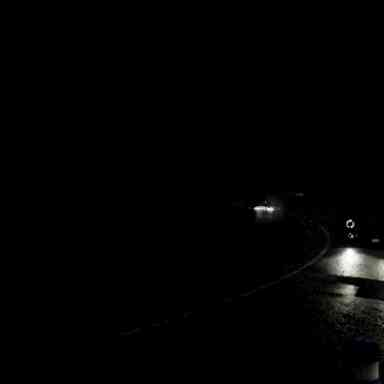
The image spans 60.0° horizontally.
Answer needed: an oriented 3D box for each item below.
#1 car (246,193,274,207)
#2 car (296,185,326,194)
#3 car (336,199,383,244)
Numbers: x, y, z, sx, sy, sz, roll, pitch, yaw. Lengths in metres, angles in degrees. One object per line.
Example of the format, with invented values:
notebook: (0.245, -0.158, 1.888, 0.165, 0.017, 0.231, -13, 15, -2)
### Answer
car: (7.193, 0.813, 35.567, 1.994, 1.385, 4.181, -3, 2, -7)
car: (21.223, -0.476, 59.148, 5.357, 1.411, 2.033, -3, 2, -18)
car: (7.521, 1.162, 14.475, 2.097, 1.767, 4.553, -2, 1, 19)
